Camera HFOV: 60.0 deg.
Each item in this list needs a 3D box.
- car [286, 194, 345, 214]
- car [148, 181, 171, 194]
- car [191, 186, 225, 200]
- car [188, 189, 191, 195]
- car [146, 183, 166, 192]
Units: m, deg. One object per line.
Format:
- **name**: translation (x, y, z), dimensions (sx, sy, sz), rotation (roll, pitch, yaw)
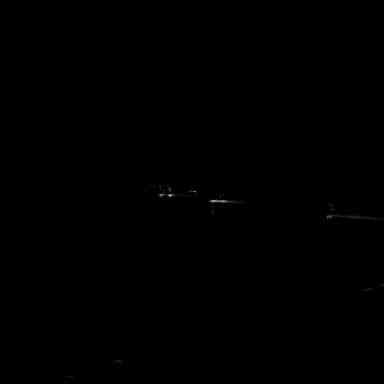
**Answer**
- **car**: translation (9.773, 0.808, 26.679), dimensions (1.882, 1.535, 5.008), rotation (2, 2, -28)
- **car**: translation (-5.382, -0.798, 54.799), dimensions (2.150, 2.045, 5.566), rotation (2, 2, -29)
- **car**: translation (2.131, 0.147, 40.760), dimensions (1.837, 1.490, 4.892), rotation (2, 2, -28)
- **car**: translation (1.107, -0.131, 49.330), dimensions (2.128, 1.511, 4.902), rotation (2, 2, -29)
- **car**: translation (-7.034, -0.874, 64.312), dimensions (2.128, 1.511, 4.902), rotation (2, 2, -29)
